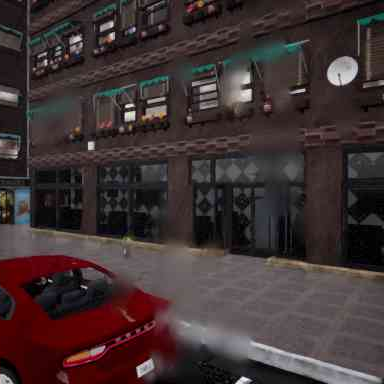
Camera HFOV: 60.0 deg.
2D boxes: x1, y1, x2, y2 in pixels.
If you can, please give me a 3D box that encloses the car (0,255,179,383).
[{"bbox_3d":[-2.262,1.544,4.478,4.507,1.381,1.887,0,0,35],"label":"car"}]
